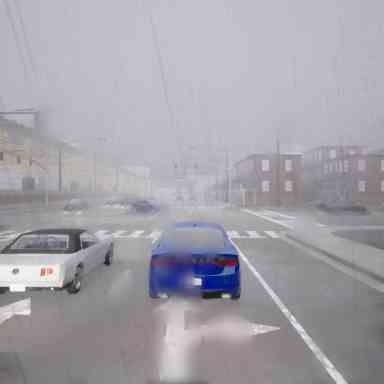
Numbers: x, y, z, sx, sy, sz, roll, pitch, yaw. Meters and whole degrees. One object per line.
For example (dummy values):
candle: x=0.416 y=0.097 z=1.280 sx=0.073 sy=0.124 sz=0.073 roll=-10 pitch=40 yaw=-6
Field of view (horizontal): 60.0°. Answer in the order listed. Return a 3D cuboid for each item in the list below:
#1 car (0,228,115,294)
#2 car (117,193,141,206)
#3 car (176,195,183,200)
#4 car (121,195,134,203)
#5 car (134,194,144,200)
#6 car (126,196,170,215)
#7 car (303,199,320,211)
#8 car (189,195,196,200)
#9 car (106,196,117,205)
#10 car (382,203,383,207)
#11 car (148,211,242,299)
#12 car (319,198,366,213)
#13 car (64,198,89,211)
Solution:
car: x=-3.420 y=1.601 z=8.775 sx=1.895 sy=1.301 sz=4.718 roll=0 pitch=0 yaw=0
car: x=-10.525 y=1.222 z=56.188 sx=2.150 sy=2.045 sz=5.566 roll=0 pitch=0 yaw=0
car: x=-3.398 y=1.500 z=93.267 sx=1.837 sy=1.490 sz=4.892 roll=0 pitch=0 yaw=0
car: x=-13.921 y=1.500 z=72.213 sx=1.837 sy=1.490 sz=4.892 roll=0 pitch=0 yaw=0
car: x=-13.904 y=1.388 z=87.364 sx=1.837 sy=1.490 sz=4.892 roll=0 pitch=0 yaw=0
car: x=-4.341 y=1.477 z=34.157 sx=1.882 sy=1.535 sz=5.008 roll=-1 pitch=1 yaw=-44
car: x=15.755 y=1.491 z=39.486 sx=4.902 sy=1.511 sz=2.128 roll=0 pitch=0 yaw=0
car: x=0.102 y=1.540 z=93.311 sx=2.033 sy=1.411 sz=5.357 roll=0 pitch=0 yaw=0
car: x=-14.007 y=1.526 z=59.621 sx=1.812 sy=1.442 sz=4.674 roll=0 pitch=0 yaw=0
car: x=25.746 y=1.221 z=39.474 sx=5.566 sy=2.045 sz=2.150 roll=0 pitch=0 yaw=0
car: x=0.075 y=1.478 z=8.508 sx=1.882 sy=1.535 sz=5.008 roll=0 pitch=0 yaw=1
car: x=16.500 y=1.564 z=35.983 sx=4.181 sy=1.385 sz=1.994 roll=0 pitch=0 yaw=0
car: x=-14.056 y=1.525 z=40.750 sx=1.812 sy=1.442 sz=4.674 roll=0 pitch=0 yaw=0
